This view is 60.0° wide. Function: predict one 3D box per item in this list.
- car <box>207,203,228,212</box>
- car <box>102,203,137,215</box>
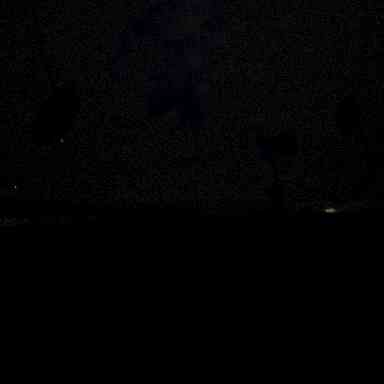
[{"bbox_3d":[4.306,2.623,56.110,1.994,1.385,4.181,2,-1,35],"label":"car"},{"bbox_3d":[-8.318,2.008,38.366,1.994,1.385,4.181,2,0,35],"label":"car"}]
